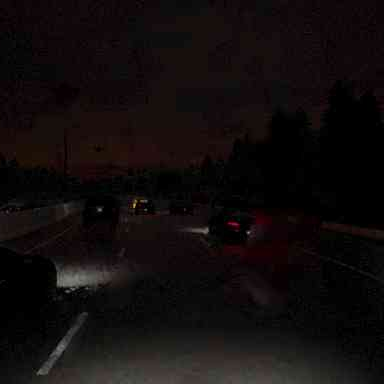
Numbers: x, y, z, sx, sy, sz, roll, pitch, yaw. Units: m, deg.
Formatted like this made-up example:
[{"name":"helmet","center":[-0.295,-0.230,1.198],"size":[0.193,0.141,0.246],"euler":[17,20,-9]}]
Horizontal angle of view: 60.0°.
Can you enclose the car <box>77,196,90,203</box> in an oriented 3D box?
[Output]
[{"name":"car","center":[-23.391,1.540,71.896],"size":[2.033,1.411,5.357],"euler":[0,0,-12]}]

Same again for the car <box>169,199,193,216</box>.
[{"name":"car","center":[-1.156,1.477,33.344],"size":[1.882,1.535,5.008],"euler":[0,0,-11]}]

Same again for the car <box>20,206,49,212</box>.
[{"name":"car","center":[-15.449,1.601,32.418],"size":[1.895,1.301,4.718],"euler":[0,0,-12]}]

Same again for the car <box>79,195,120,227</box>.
[{"name":"car","center":[-6.285,1.221,23.344],"size":[2.150,2.045,5.566],"euler":[0,0,-11]}]

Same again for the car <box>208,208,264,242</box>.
[{"name":"car","center":[2.063,1.526,16.250],"size":[1.812,1.442,4.674],"euler":[0,0,-9]}]

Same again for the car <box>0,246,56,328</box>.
[{"name":"car","center":[-3.728,1.526,5.233],"size":[1.812,1.442,4.674],"euler":[0,0,-3]}]

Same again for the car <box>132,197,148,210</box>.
[{"name":"car","center":[-6.884,1.477,43.973],"size":[1.882,1.535,5.008],"euler":[0,0,-11]}]

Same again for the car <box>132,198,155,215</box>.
[{"name":"car","center":[-4.901,1.491,34.176],"size":[2.128,1.511,4.902],"euler":[0,0,-11]}]
